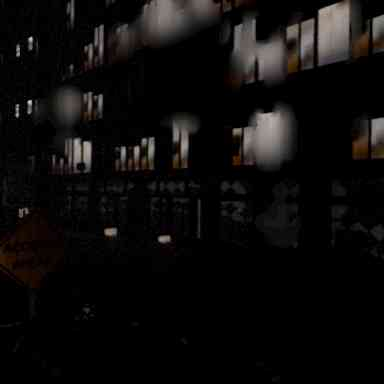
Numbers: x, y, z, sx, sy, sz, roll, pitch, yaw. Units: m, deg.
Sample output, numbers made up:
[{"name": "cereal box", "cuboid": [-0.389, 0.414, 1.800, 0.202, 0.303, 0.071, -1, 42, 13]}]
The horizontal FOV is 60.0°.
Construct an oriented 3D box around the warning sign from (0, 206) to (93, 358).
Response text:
[{"name": "warning sign", "cuboid": [-2.410, 1.171, 5.048, 1.060, 1.860, 1.300, 1, -1, 38]}]
